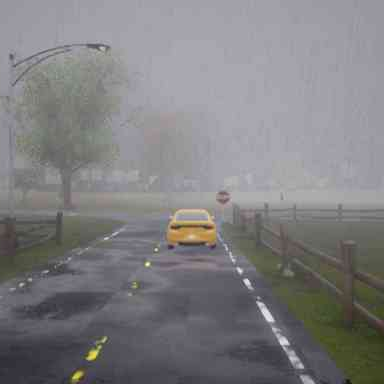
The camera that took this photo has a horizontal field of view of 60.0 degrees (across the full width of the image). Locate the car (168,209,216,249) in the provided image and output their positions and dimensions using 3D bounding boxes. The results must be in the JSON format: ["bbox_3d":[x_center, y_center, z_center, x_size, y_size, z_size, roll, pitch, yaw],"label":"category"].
[{"bbox_3d":[0.000,1.484,14.620,1.882,1.535,5.008,0,0,0],"label":"car"}]
